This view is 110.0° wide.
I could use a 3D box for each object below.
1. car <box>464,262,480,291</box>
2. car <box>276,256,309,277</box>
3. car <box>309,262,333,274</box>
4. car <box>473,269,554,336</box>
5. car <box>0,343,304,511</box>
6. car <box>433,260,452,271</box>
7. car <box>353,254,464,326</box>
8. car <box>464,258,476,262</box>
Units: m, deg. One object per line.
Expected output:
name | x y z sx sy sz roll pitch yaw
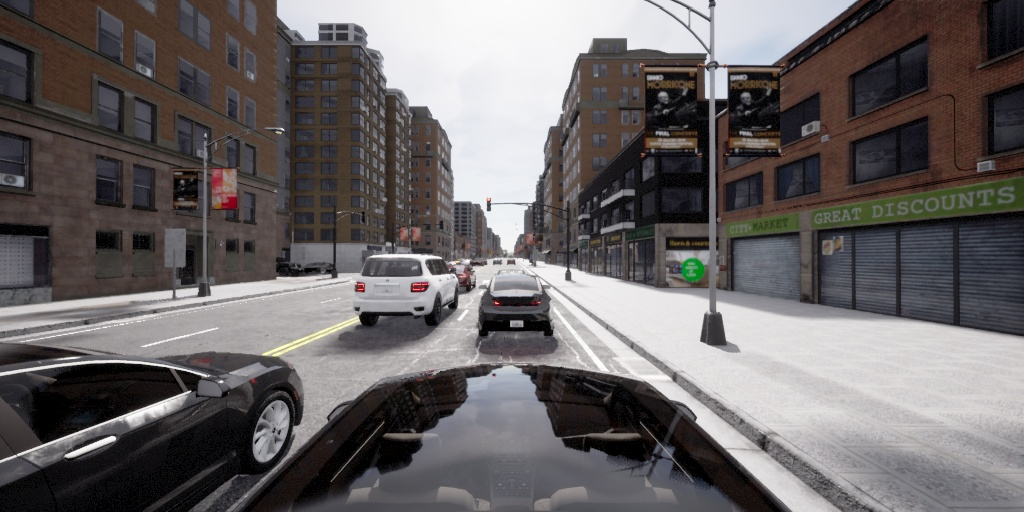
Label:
car | -3.248 1.279 21.556 1.812 1.442 4.674 0 0 0
car | -23.555 0.973 35.212 5.566 2.045 2.150 0 0 0
car | -22.227 1.346 40.689 4.313 1.339 1.948 0 0 0
car | 0.085 1.256 10.348 1.837 1.490 4.892 0 0 0
car | -3.153 1.255 1.903 1.837 1.490 4.892 0 0 0
car | -9.946 1.332 51.783 1.994 1.385 4.181 0 0 0
car | -3.173 0.972 11.856 2.150 2.045 5.566 0 0 1
car | -6.693 1.260 50.393 2.128 1.511 4.902 0 0 0
